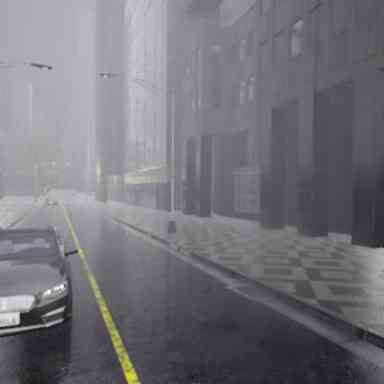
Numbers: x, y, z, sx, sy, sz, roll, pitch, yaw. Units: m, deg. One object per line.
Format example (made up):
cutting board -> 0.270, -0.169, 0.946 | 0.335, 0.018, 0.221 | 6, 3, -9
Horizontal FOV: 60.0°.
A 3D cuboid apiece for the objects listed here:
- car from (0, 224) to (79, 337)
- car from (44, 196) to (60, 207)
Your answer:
car -> -3.491, 1.485, 6.827 | 2.128, 1.511, 4.902 | 0, 0, -22
car -> -20.349, 1.406, 48.186 | 2.128, 1.511, 4.902 | 0, 0, -22
